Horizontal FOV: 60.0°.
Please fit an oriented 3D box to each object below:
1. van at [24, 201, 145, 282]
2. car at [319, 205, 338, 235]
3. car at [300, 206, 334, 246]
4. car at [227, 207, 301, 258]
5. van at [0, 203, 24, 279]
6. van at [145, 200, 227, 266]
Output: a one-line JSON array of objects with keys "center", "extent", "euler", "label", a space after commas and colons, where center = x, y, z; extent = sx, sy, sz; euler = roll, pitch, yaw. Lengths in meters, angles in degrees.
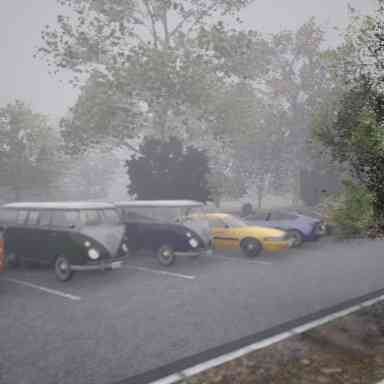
[{"center": [-3.717, 1.275, 9.604], "extent": [4.442, 1.987, 1.878], "euler": [-1, -1, 35], "label": "van"}, {"center": [5.903, 1.523, 16.568], "extent": [4.792, 1.488, 2.163], "euler": [-1, -1, 34], "label": "car"}, {"center": [3.429, 1.526, 14.866], "extent": [4.792, 1.488, 2.163], "euler": [-1, -1, 34], "label": "car"}, {"center": [1.188, 1.493, 13.019], "extent": [5.366, 1.575, 1.946], "euler": [-1, -1, 35], "label": "car"}, {"center": [-6.140, 1.278, 7.873], "extent": [4.442, 1.987, 1.878], "euler": [-1, -1, 35], "label": "van"}, {"center": [-1.294, 1.273, 11.335], "extent": [4.442, 1.987, 1.878], "euler": [-1, -1, 34], "label": "van"}]
